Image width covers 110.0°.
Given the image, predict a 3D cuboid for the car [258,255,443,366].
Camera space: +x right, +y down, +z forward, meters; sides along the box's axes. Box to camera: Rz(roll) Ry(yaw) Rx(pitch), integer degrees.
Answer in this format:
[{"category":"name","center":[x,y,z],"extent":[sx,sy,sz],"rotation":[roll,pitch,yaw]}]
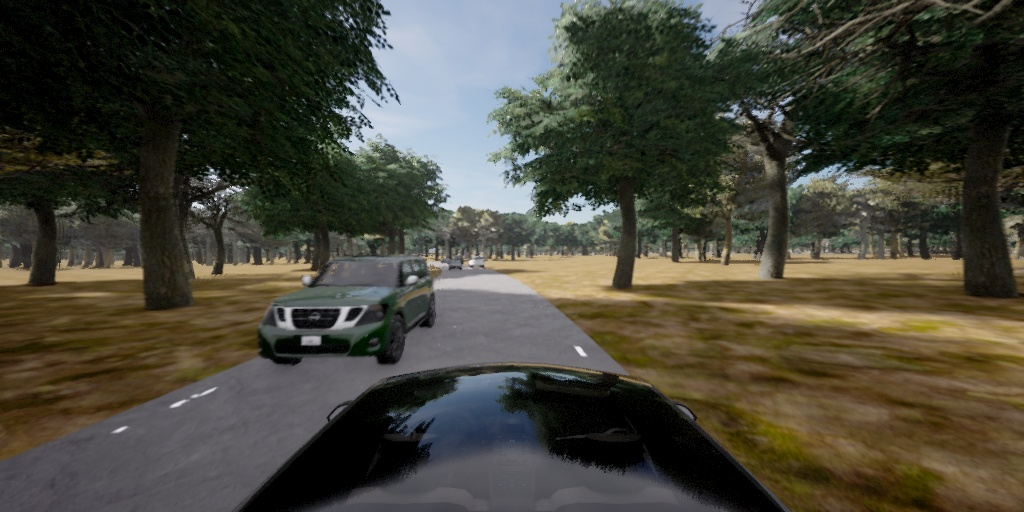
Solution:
[{"category":"car","center":[-3.239,0.983,8.404],"extent":[2.150,2.045,5.566],"rotation":[0,0,-2]}]

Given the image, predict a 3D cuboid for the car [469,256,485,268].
[{"category":"car","center":[-6.078,1.054,61.913],"extent":[2.150,2.045,5.566],"rotation":[0,0,-13]}]

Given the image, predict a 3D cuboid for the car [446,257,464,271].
[{"category":"car","center":[-8.257,1.358,52.479],"extent":[1.837,1.490,4.892],"rotation":[0,0,-11]}]
